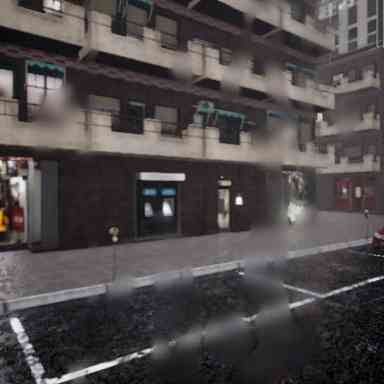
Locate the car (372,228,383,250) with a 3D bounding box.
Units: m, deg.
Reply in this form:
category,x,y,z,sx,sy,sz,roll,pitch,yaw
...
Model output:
category,x,y,z,sx,sy,sz,roll,pitch,yaw
car,8.573,1.516,12.670,4.206,1.307,1.802,0,0,-35
